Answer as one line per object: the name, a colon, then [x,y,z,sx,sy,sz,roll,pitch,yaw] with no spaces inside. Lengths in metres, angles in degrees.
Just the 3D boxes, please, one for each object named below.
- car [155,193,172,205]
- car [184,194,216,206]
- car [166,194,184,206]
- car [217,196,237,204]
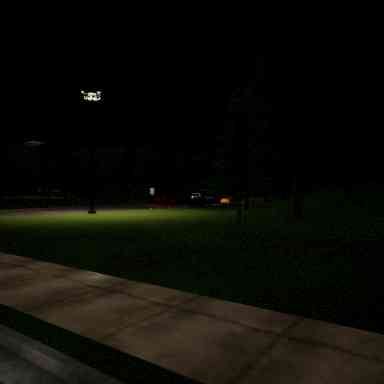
car: [-4.150,1.221,58.277,2.150,2.045,5.566,0,0,36]
car: [1.397,1.478,54.010,1.882,1.535,5.008,0,0,37]
car: [-1.641,1.505,55.794,1.837,1.490,4.892,0,0,37]
car: [7.225,1.478,62.062,1.882,1.535,5.008,0,0,36]
